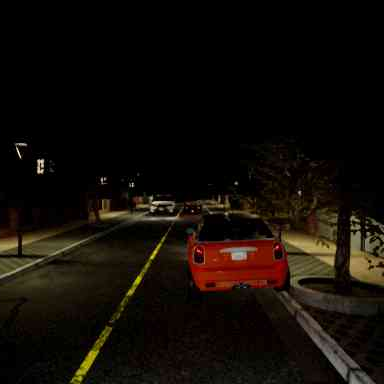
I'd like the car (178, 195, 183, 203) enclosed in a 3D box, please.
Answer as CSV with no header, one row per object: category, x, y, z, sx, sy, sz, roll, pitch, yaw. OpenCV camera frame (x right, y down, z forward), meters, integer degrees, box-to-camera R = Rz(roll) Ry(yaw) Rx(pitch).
car,-2.755,1.530,71.217,2.097,1.767,4.553,0,0,0

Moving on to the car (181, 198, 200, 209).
car,0.070,1.659,35.857,1.895,1.301,4.718,0,0,0

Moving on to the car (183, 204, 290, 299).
car,0.921,1.311,8.642,2.097,1.767,4.553,-3,-1,0

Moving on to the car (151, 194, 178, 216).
car,-2.853,1.275,33.747,2.150,2.045,5.566,0,0,0
